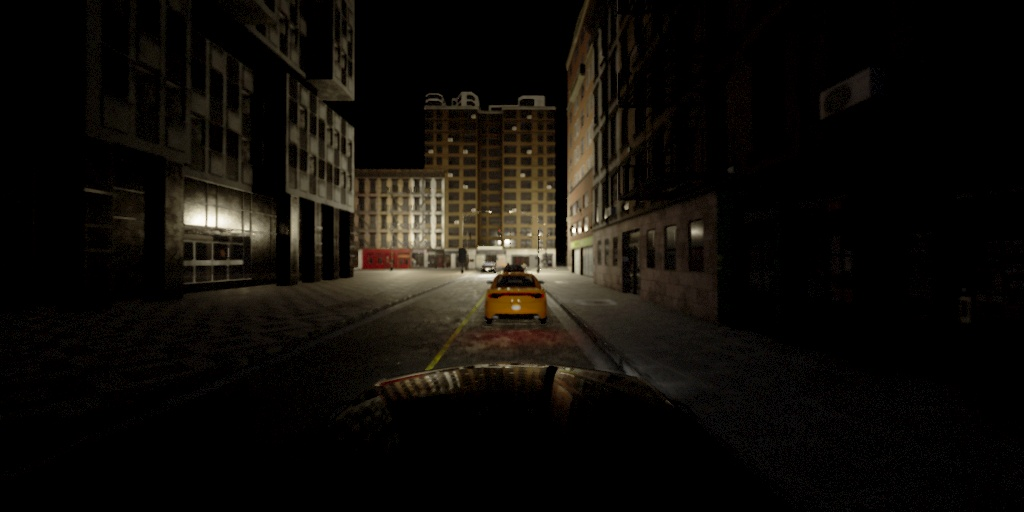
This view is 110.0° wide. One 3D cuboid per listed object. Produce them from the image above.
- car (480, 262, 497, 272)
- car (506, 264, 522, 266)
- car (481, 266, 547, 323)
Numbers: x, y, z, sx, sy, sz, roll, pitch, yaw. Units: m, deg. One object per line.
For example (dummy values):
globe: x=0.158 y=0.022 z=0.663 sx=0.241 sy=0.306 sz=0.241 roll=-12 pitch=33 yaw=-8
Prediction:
car: x=-2.937 y=1.519 z=46.235 sx=2.128 sy=1.511 sz=4.902 roll=0 pitch=0 yaw=1
car: x=0.168 y=1.415 z=30.400 sx=1.882 sy=1.535 sz=5.008 roll=0 pitch=0 yaw=0
car: x=0.125 y=1.303 z=12.586 sx=1.882 sy=1.535 sz=5.008 roll=0 pitch=0 yaw=0
